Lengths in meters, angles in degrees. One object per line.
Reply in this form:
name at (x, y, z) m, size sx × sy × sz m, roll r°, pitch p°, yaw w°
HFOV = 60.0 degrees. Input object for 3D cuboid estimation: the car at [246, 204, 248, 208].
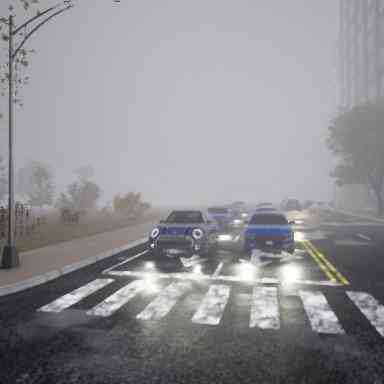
car at (6.084, 1.900, 42.245) m, size 1.812 × 1.442 × 4.674 m, roll 0°, pitch -1°, yaw 13°

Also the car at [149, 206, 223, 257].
car at (-0.165, 1.481, 13.691) m, size 2.097 × 1.767 × 4.553 m, roll 0°, pitch -1°, yaw 12°

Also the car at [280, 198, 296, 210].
car at (14.950, 1.772, 52.145) m, size 2.097 × 1.767 × 4.553 m, roll 0°, pitch -1°, yaw 12°

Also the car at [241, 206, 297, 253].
car at (3.341, 1.595, 14.521) m, size 1.882 × 1.535 × 5.008 m, roll 0°, pitch -1°, yaw 12°

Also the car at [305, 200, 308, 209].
car at (18.133, 1.921, 51.482) m, size 1.812 × 1.442 × 4.674 m, roll 0°, pitch -1°, yaw 12°

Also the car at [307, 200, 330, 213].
car at (16.007, 1.839, 41.709) m, size 1.812 × 1.442 × 4.674 m, roll 0°, pitch -1°, yaw 12°

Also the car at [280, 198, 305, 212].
car at (13.041, 1.697, 43.267) m, size 2.097 × 1.767 × 4.553 m, roll 0°, pitch -1°, yaw 12°

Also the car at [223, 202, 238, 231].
car at (1.794, 1.685, 22.703) m, size 1.882 × 1.535 × 5.008 m, roll 0°, pitch -1°, yaw 12°

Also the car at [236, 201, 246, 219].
car at (3.910, 1.855, 32.389) m, size 1.994 × 1.385 × 4.181 m, roll 0°, pitch -1°, yaw 13°

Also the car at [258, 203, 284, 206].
car at (5.267, 1.720, 23.388) m, size 1.812 × 1.442 × 4.674 m, roll 0°, pitch -1°, yaw 12°
